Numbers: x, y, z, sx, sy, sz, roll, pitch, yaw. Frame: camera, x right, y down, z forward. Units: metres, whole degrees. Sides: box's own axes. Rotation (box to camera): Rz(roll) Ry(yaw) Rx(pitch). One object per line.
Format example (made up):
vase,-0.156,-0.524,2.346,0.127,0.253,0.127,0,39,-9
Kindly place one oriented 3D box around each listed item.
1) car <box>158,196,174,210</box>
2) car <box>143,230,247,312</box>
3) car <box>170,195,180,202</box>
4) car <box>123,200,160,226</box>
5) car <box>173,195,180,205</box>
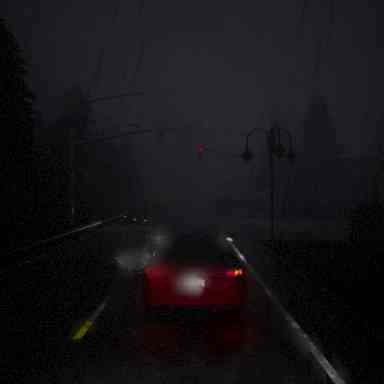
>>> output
car,-3.712,1.526,42.537,1.812,1.442,4.674,0,0,0
car,0.056,1.564,7.815,1.994,1.385,4.181,0,0,0
car,-3.699,1.463,74.965,2.033,1.411,5.357,0,0,0
car,-3.654,1.517,23.708,1.837,1.490,4.892,0,0,0
car,-3.735,1.491,59.345,2.128,1.511,4.902,0,0,0
